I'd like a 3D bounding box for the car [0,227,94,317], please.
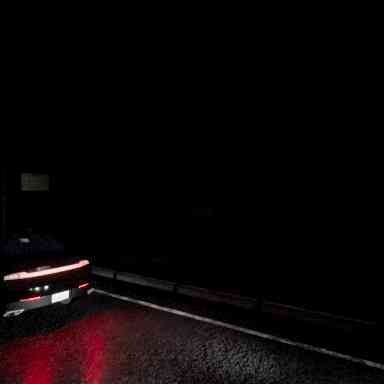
[{"bbox_3d":[-4.082,1.492,6.887,4.902,1.511,2.128,0,0,37],"label":"car"}]
